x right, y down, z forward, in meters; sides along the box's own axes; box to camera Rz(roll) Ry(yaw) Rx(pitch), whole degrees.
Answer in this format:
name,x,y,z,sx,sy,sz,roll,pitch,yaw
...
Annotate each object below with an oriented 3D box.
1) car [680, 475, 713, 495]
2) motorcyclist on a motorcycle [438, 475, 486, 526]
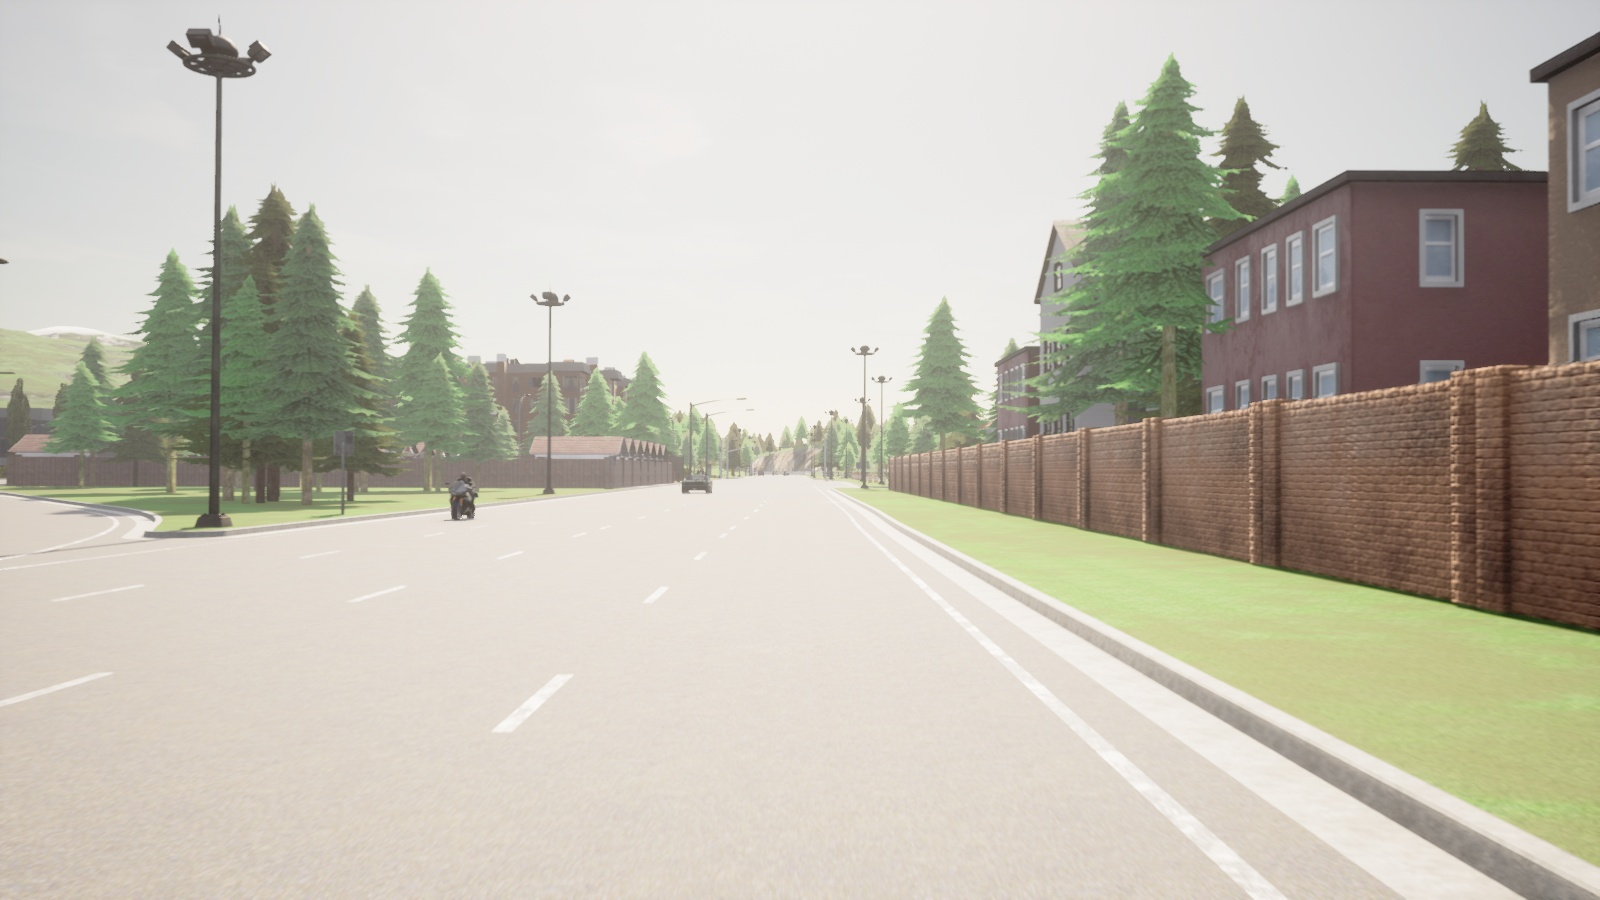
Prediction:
name,x,y,z,sx,sy,sz,roll,pitch,yaw
car,-7.084,2.405,86.532,1.895,1.301,4.718,0,-1,0
motorcyclist on a motorcycle,-10.542,1.555,39.252,0.866,1.530,2.191,0,-1,1
